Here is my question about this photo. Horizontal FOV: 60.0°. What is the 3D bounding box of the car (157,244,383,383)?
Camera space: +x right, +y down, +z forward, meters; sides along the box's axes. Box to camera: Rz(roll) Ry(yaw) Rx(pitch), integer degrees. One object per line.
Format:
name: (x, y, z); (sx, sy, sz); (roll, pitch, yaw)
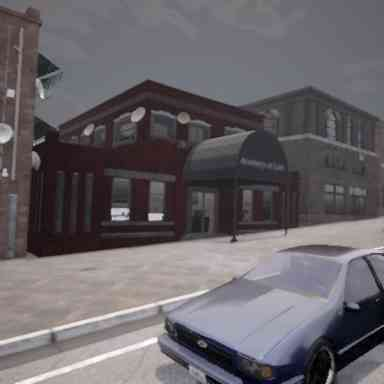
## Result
car: (2.114, 1.605, 5.326); (5.357, 1.411, 2.033); (0, -1, -39)
